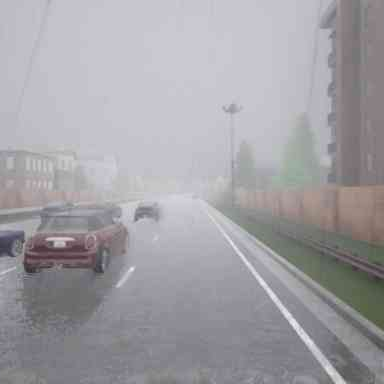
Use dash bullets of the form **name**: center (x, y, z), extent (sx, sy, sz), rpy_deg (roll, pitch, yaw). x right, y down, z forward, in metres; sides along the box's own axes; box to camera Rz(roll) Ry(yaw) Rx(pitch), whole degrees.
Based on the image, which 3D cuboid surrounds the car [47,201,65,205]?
- **car**: center (-10.415, 1.511, 26.727), extent (1.837, 1.490, 4.892), rpy_deg (0, 0, 0)

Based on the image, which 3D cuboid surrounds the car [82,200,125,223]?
- **car**: center (-6.915, 1.497, 26.692), extent (2.128, 1.511, 4.902), rpy_deg (0, 0, 0)

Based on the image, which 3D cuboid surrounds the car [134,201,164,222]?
- **car**: center (-3.415, 1.510, 26.725), extent (1.837, 1.490, 4.892), rpy_deg (0, 0, 0)

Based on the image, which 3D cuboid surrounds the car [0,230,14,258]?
- **car**: center (-6.912, 1.603, 9.900), extent (1.895, 1.301, 4.718), rpy_deg (0, 0, 0)

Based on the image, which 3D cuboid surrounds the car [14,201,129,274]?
- **car**: center (-3.413, 1.355, 10.716), extent (2.097, 1.767, 4.553), rpy_deg (0, 0, 0)
